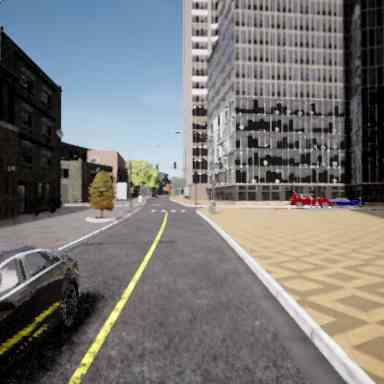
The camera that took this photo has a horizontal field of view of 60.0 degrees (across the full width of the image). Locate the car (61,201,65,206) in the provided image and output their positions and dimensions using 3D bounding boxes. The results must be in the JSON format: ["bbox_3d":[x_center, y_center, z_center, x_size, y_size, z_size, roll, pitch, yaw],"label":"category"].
[{"bbox_3d":[-21.990,1.557,52.003,4.313,1.339,1.947,0,-1,16],"label":"car"}]

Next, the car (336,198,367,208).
[{"bbox_3d":[19.648,1.436,42.622,4.718,1.301,1.895,0,-1,16],"label":"car"}]

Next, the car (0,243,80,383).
[{"bbox_3d":[-2.899,1.494,4.103,2.128,1.511,4.902,0,0,-1],"label":"car"}]

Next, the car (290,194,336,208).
[{"bbox_3d":[14.692,1.146,41.255,5.009,1.841,2.192,0,-1,16],"label":"car"}]
